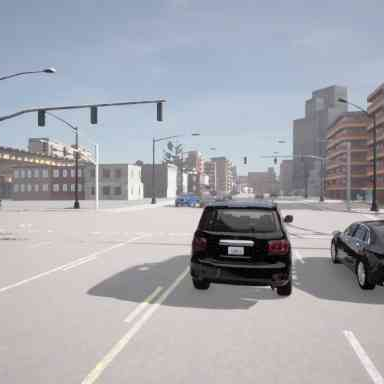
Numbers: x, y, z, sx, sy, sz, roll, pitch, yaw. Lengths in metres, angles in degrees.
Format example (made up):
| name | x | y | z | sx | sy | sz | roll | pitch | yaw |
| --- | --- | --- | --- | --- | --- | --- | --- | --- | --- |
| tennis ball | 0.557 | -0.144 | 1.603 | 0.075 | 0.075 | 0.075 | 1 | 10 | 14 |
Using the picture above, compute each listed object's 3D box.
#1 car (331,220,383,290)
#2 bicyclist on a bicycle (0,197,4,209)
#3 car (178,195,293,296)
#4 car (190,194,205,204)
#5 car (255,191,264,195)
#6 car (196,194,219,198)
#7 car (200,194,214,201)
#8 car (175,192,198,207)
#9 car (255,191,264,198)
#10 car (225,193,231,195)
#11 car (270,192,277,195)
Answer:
| name | x | y | z | sx | sy | sz | roll | pitch | yaw |
| --- | --- | --- | --- | --- | --- | --- | --- | --- | --- |
| car | 5.071 | 1.505 | 8.886 | 1.837 | 1.490 | 4.892 | 0 | 0 | 11 |
| bicyclist on a bicycle | -23.941 | 1.303 | 41.344 | 0.582 | 1.620 | 1.656 | 0 | 0 | 10 |
| car | 1.509 | 1.221 | 8.997 | 2.150 | 2.045 | 5.566 | 0 | 0 | 14 |
| car | 1.019 | 1.217 | 57.898 | 1.837 | 1.490 | 4.892 | 0 | 1 | 11 |
| car | 15.235 | 0.889 | 75.134 | 2.128 | 1.511 | 4.902 | 0 | 1 | 11 |
| car | 2.216 | 1.381 | 46.018 | 1.837 | 1.490 | 4.892 | 0 | 1 | 11 |
| car | 3.133 | 1.075 | 68.167 | 2.033 | 1.411 | 5.357 | 0 | 1 | 12 |
| car | -0.871 | 1.079 | 48.417 | 2.150 | 2.045 | 5.566 | 0 | 1 | 12 |
| car | 17.218 | 0.559 | 85.138 | 2.097 | 1.767 | 4.553 | 0 | 1 | 11 |
| car | 5.879 | 1.091 | 64.214 | 1.837 | 1.490 | 4.892 | 0 | 1 | 12 |
| car | 20.654 | 0.744 | 84.468 | 2.033 | 1.411 | 5.357 | 0 | 1 | 11 |
